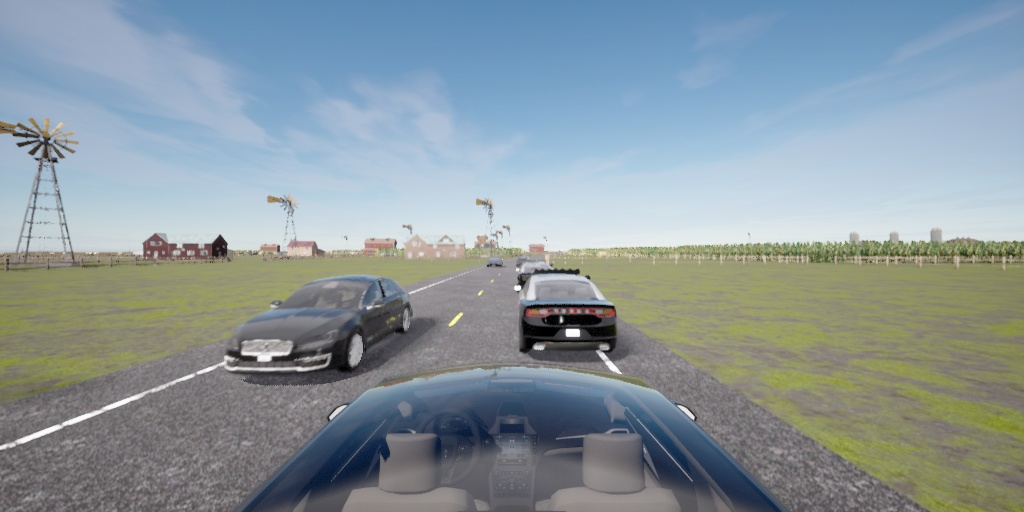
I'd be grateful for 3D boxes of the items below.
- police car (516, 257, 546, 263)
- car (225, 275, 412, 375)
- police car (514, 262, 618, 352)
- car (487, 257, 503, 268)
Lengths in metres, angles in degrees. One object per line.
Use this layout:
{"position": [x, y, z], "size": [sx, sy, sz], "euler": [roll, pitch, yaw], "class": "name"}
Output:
{"position": [1.230, 1.026, 18.816], "size": [1.930, 1.638, 5.238], "euler": [0, 1, 1], "class": "police car"}
{"position": [-3.556, 1.204, 7.611], "size": [1.837, 1.490, 4.892], "euler": [0, 1, 1], "class": "car"}
{"position": [1.086, 1.114, 8.847], "size": [1.930, 1.638, 5.238], "euler": [0, 1, 1], "class": "police car"}
{"position": [-2.313, 0.865, 49.044], "size": [2.033, 1.411, 5.357], "euler": [0, 1, 3], "class": "car"}
